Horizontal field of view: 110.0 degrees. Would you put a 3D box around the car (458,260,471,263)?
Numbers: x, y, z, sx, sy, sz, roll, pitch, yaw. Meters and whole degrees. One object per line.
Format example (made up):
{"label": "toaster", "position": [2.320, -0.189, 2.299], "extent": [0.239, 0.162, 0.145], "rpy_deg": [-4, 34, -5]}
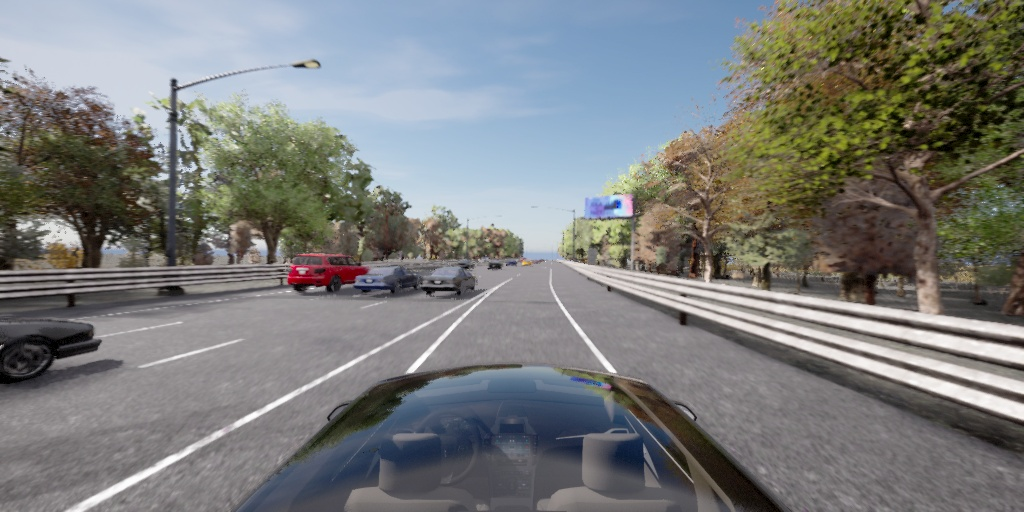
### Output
{"label": "car", "position": [-6.682, 1.340, 52.004], "extent": [1.837, 1.490, 4.892], "rpy_deg": [1, 0, 6]}

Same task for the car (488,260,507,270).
{"label": "car", "position": [-2.540, 1.368, 57.562], "extent": [1.882, 1.535, 5.008], "rpy_deg": [1, 0, 6]}

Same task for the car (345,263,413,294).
{"label": "car", "position": [-6.728, 1.280, 20.063], "extent": [2.033, 1.411, 5.357], "rpy_deg": [1, 0, 6]}

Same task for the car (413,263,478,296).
{"label": "car", "position": [-3.272, 1.310, 19.614], "extent": [2.033, 1.411, 5.357], "rpy_deg": [0, 0, 6]}

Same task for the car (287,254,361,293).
{"label": "car", "position": [-10.188, 0.923, 20.579], "extent": [2.150, 2.045, 5.566], "rpy_deg": [1, 0, 6]}

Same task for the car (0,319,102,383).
{"label": "car", "position": [-8.523, 1.213, 3.965], "extent": [2.033, 1.411, 5.357], "rpy_deg": [1, 0, 6]}
